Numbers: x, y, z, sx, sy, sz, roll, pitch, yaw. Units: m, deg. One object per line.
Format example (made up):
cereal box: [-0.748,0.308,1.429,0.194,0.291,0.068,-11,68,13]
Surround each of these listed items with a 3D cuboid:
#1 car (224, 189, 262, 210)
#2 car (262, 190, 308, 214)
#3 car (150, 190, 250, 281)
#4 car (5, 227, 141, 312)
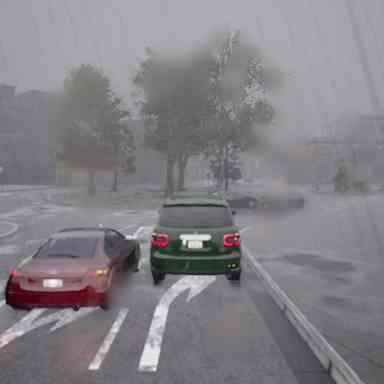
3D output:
car: [2.777,0.576,24.658,4.892,1.490,1.837,-4,6,-42]
car: [6.743,0.610,24.272,1.837,1.490,4.892,5,7,43]
car: [0.141,1.119,9.736,2.150,2.045,5.566,0,2,1]
car: [-2.411,1.509,7.759,1.994,1.385,4.181,0,1,0]
